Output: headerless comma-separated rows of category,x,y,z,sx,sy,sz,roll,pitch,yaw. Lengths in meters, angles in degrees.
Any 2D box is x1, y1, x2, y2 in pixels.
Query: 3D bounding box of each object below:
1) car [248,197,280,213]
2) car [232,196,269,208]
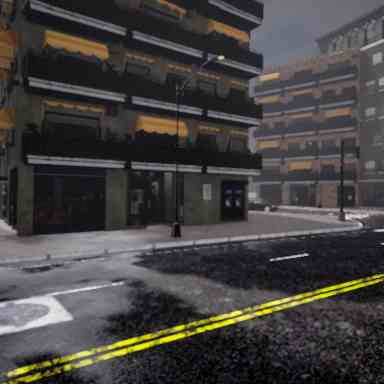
car,6.794,1.350,33.875,4.403,1.369,2.008,2,-1,38
car,7.671,1.309,43.856,4.403,1.369,2.008,2,-1,38
